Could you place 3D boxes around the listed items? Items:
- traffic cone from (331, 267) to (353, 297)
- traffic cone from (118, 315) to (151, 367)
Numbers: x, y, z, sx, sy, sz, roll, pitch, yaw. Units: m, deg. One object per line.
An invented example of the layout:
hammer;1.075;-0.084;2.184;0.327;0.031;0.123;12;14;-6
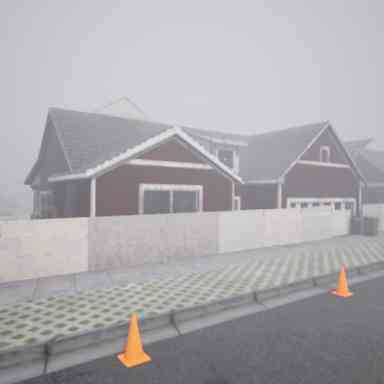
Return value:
traffic cone;3.320;1.957;7.343;0.340;0.580;0.340;0;0;-35
traffic cone;-0.783;1.956;4.485;0.340;0.580;0.340;0;0;-35
